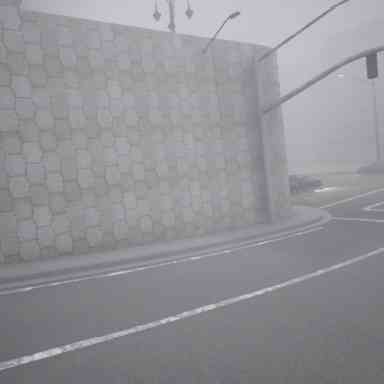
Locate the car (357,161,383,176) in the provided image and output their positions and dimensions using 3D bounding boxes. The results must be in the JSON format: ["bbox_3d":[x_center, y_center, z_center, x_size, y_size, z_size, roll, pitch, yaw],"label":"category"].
[{"bbox_3d":[19.550,-2.470,34.703,1.994,1.385,4.181,-10,6,-35],"label":"car"}]

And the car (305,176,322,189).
[{"bbox_3d":[9.635,-0.903,30.404,1.994,1.385,4.181,-10,6,-34],"label":"car"}]

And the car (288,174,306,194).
[{"bbox_3d":[6.814,-0.600,28.342,2.097,1.767,4.553,-10,6,-35],"label":"car"}]
